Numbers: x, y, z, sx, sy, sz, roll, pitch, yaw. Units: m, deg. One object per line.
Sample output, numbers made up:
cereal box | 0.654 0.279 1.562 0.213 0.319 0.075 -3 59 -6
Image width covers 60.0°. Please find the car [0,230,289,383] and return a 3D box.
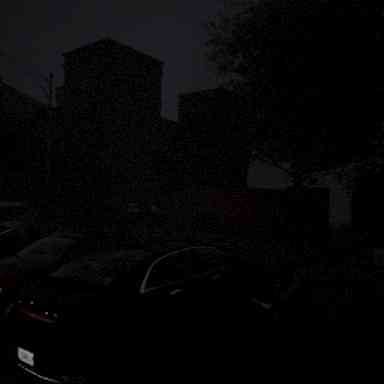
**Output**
car | -0.382 1.499 5.547 2.231 1.521 4.892 0 0 35

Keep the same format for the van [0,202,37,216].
van | -7.166 1.312 10.250 1.878 1.987 4.442 0 0 36

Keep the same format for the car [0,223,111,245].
car | -2.550 1.553 7.104 2.002 1.452 4.674 0 0 36

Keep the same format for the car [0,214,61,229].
car | -4.819 1.529 8.728 2.231 1.521 4.892 0 0 36
